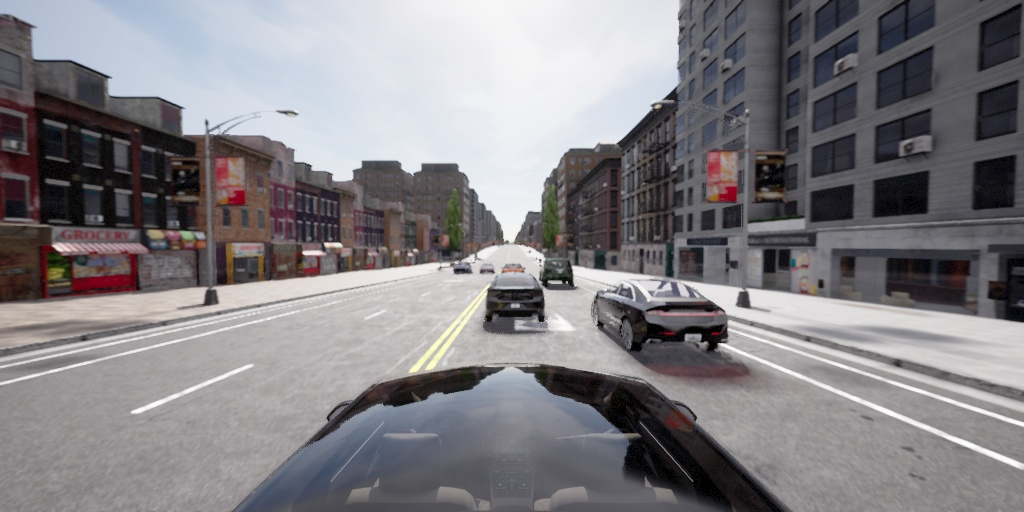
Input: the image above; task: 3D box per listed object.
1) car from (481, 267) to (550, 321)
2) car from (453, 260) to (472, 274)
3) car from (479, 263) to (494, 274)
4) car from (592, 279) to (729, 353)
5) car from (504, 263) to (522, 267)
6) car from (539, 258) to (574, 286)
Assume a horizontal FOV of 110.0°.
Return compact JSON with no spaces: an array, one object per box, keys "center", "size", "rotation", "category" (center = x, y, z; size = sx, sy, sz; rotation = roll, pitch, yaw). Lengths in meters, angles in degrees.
[{"center":[0.099,1.332,12.981],"size":[1.882,1.535,5.008],"rotation":[0,-1,0],"category":"car"},{"center":[-6.553,1.490,47.961],"size":[2.097,1.767,4.553],"rotation":[0,0,0],"category":"car"},{"center":[-3.302,1.667,48.234],"size":[1.812,1.442,4.674],"rotation":[0,-1,0],"category":"car"},{"center":[3.349,1.311,9.053],"size":[2.128,1.511,4.902],"rotation":[0,0,0],"category":"car"},{"center":[0.098,1.357,30.635],"size":[2.097,1.767,4.553],"rotation":[0,-1,0],"category":"car"},{"center":[3.345,1.205,27.641],"size":[2.150,2.045,5.566],"rotation":[0,0,0],"category":"car"}]
